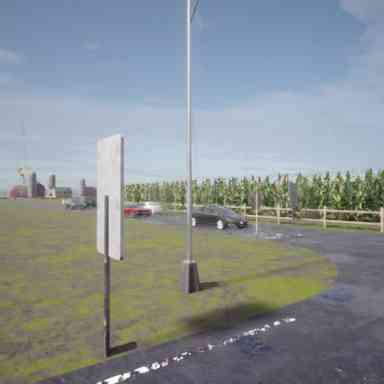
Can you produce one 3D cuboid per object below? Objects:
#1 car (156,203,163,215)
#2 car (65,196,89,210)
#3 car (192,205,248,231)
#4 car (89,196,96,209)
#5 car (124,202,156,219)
[{"bbox_3d":[-4.923,1.822,36.872,1.812,1.442,4.674,0,-1,-34],"label":"car"},{"bbox_3d":[-17.739,1.807,50.541,2.097,1.767,4.553,0,0,-34],"label":"car"},{"bbox_3d":[1.632,1.646,22.083,1.837,1.490,4.892,0,-1,-35],"label":"car"},{"bbox_3d":[-17.927,1.729,55.852,2.150,2.045,5.566,0,-1,-34],"label":"car"},{"bbox_3d":[-5.703,1.860,32.790,1.895,1.301,4.718,0,-1,-34],"label":"car"}]
